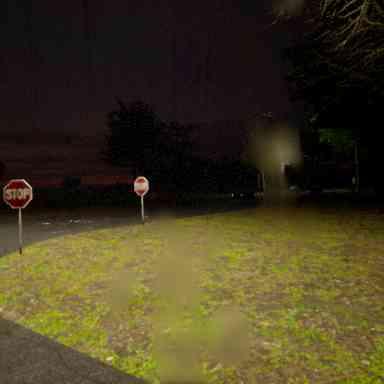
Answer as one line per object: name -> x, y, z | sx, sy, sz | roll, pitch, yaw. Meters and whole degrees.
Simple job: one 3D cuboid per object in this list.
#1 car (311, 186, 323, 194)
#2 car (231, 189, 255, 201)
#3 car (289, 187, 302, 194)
car -> 24.582, -0.512, 65.346 | 1.882, 1.535, 5.008 | -3, 1, 27
car -> 7.714, 0.370, 50.274 | 2.097, 1.767, 4.553 | -3, 0, 34
car -> 22.360, -0.406, 71.781 | 2.128, 1.511, 4.902 | -3, 1, 34
